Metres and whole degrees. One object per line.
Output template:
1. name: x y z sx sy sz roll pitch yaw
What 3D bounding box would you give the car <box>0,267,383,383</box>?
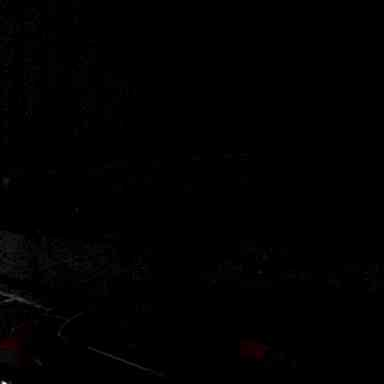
1. car: -0.094 1.452 3.037 4.097 1.590 1.967 0 0 36
